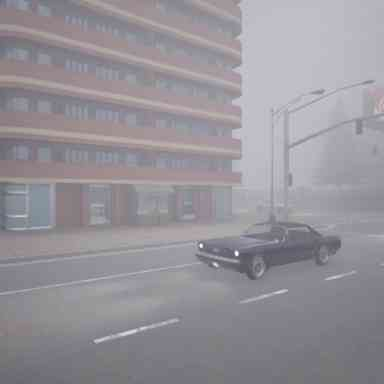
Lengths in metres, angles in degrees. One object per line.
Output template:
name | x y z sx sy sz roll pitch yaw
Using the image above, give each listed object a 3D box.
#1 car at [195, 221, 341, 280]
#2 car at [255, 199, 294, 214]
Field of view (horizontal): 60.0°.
car | 2.409 1.601 10.061 4.718 1.301 1.895 0 0 -36
car | 8.877 1.526 36.170 1.812 1.442 4.674 0 0 -36
